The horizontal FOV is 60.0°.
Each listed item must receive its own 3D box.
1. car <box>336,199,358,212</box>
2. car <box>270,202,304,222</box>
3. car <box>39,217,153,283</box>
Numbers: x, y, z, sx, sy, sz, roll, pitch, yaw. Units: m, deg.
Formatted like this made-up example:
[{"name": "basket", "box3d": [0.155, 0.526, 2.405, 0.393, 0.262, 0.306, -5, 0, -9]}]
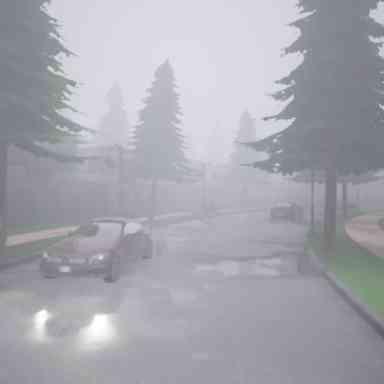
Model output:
[{"name": "car", "box3d": [19.047, 1.671, 41.591, 4.892, 1.490, 1.837, 0, 0, -43]}, {"name": "car", "box3d": [7.997, 1.553, 27.739, 1.882, 1.535, 5.008, 0, 0, 29]}, {"name": "car", "box3d": [-2.507, 1.513, 9.900, 1.812, 1.442, 4.674, 0, 0, 10]}]
